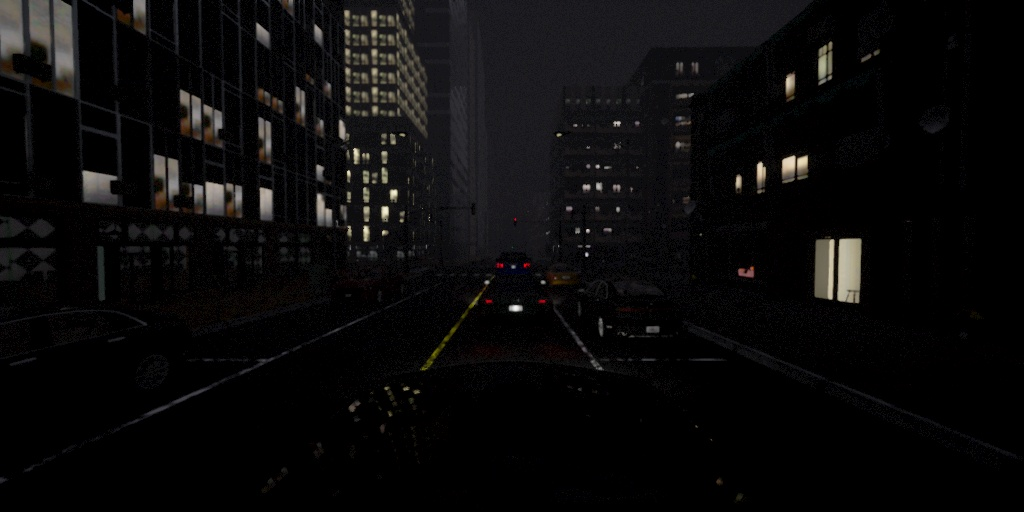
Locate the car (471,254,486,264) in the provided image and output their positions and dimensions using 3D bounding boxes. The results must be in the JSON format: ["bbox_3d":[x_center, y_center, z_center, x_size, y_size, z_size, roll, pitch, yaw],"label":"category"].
[{"bbox_3d":[-5.722,0.561,58.401,1.751,1.417,4.829,0,0,0],"label":"car"}]

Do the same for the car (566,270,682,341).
[{"bbox_3d":[2.815,1.204,9.335,2.007,1.370,4.403,0,0,0],"label":"car"}]

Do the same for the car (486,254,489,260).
[{"bbox_3d":[-5.725,0.531,64.225,1.948,1.339,4.313,0,0,0],"label":"car"}]

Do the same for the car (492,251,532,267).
[{"bbox_3d":[0.082,0.696,23.553,2.150,2.045,5.566,0,1,0],"label":"car"}]

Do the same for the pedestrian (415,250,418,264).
[{"bbox_3d":[-12.573,0.110,47.069,0.375,1.860,0.375,0,1,1],"label":"pedestrian"}]

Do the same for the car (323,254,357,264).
[{"bbox_3d":[-21.690,0.502,44.242,4.829,1.417,1.751,0,0,1],"label":"car"}]

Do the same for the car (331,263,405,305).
[{"bbox_3d":[-5.828,1.127,15.032,1.888,1.381,4.507,0,0,0],"label":"car"}]

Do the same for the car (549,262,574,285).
[{"bbox_3d":[2.809,1.036,20.793,1.751,1.417,4.829,0,0,0],"label":"car"}]

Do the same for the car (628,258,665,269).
[{"bbox_3d":[16.286,0.851,43.769,4.403,1.370,2.007,0,0,1],"label":"car"}]

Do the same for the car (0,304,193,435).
[{"bbox_3d":[-5.795,1.275,3.744,2.007,1.370,4.403,0,0,0],"label":"car"}]

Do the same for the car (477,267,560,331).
[{"bbox_3d":[0.092,1.201,10.611,1.994,1.385,4.181,0,1,0],"label":"car"}]
